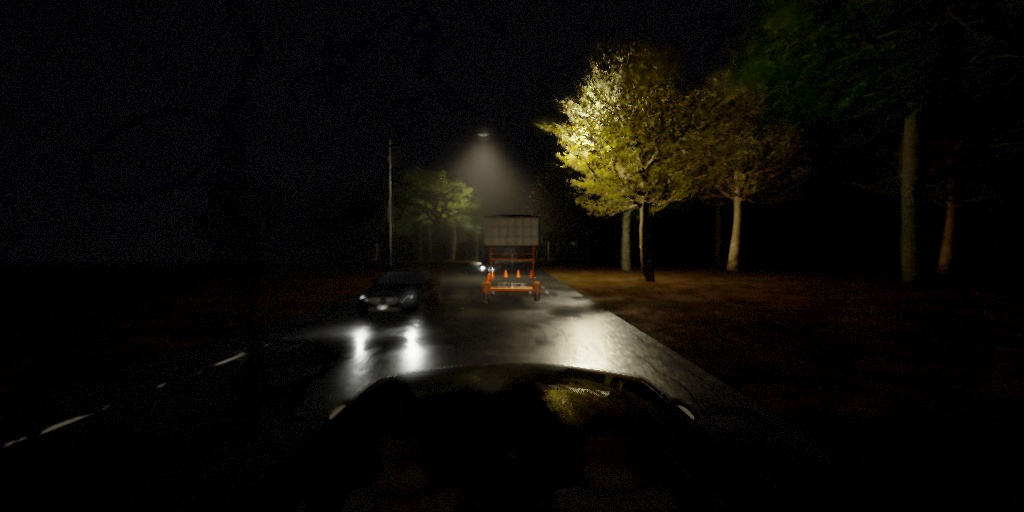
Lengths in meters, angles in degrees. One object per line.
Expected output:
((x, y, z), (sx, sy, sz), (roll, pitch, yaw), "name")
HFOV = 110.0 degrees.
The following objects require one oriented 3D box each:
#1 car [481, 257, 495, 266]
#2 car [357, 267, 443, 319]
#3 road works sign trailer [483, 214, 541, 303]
((-3.568, 0.777, 53.743), (1.895, 1.301, 4.718), (0, 0, 1), "car")
((-3.599, 1.134, 12.307), (1.812, 1.442, 4.674), (0, 1, 0), "car")
((0.005, 0.033, 15.355), (2.380, 3.560, 2.880), (0, 0, 0), "road works sign trailer")
